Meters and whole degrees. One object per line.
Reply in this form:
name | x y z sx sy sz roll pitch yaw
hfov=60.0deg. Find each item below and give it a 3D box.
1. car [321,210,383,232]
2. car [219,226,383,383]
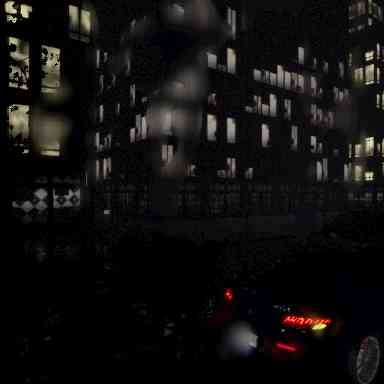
car | 8.140 1.563 16.226 4.313 1.339 1.947 0 0 -36
car | 2.521 1.525 5.232 4.674 1.442 1.812 0 0 -36
